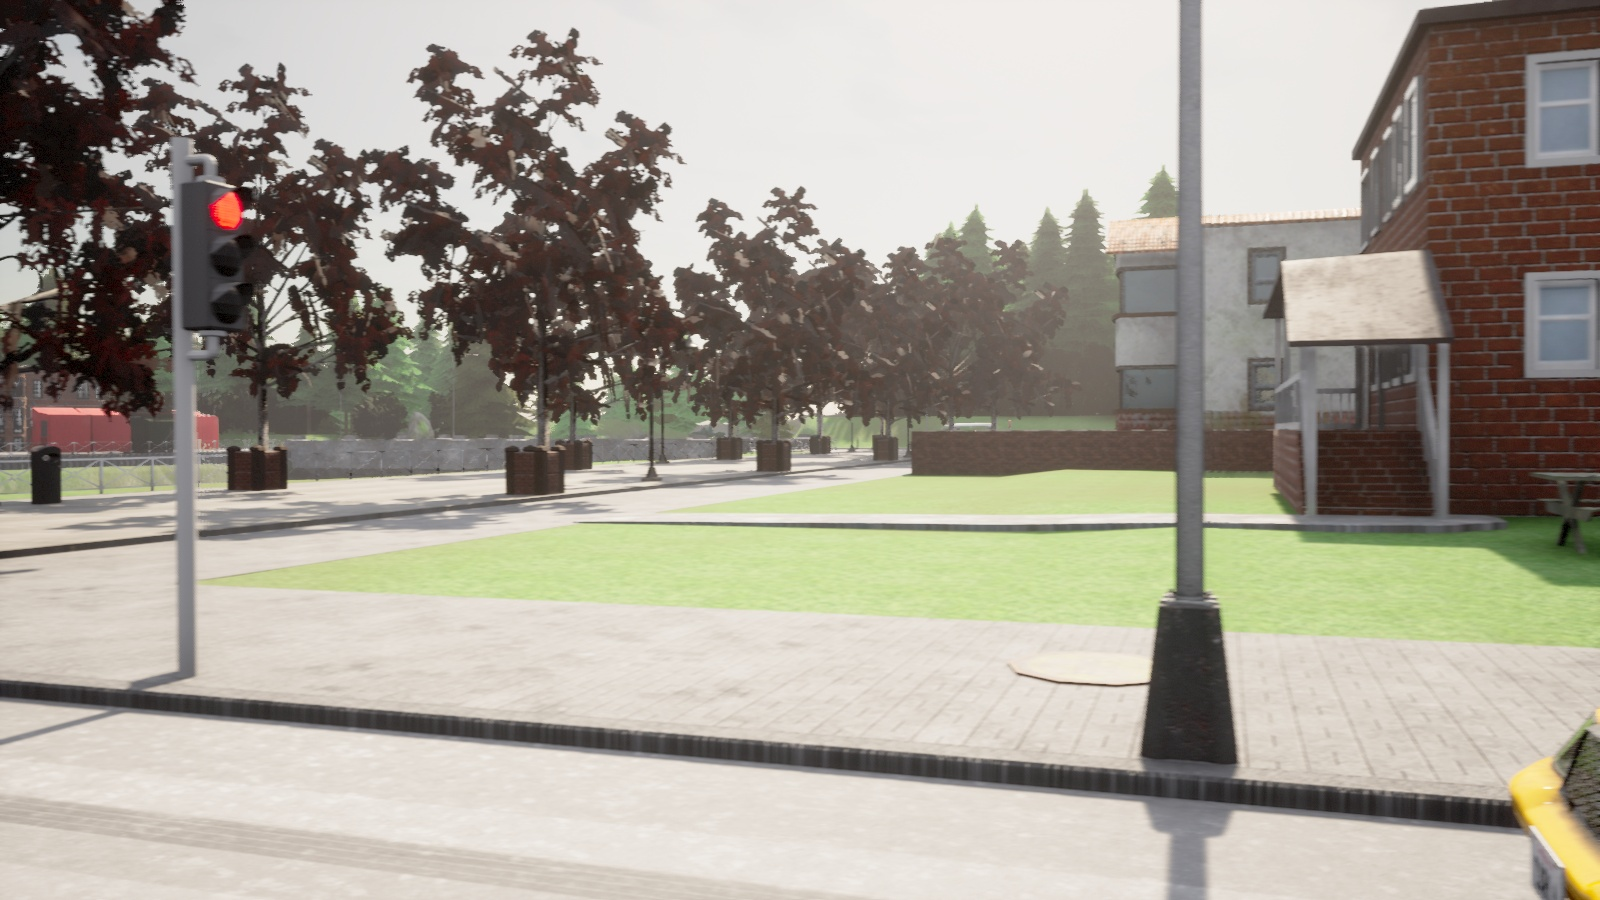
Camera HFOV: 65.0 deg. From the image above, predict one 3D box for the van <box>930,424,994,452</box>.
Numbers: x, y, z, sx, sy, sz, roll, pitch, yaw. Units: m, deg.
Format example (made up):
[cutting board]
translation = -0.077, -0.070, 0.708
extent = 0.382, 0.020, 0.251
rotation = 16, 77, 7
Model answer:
[van]
translation = 12.272, -0.924, 94.975
extent = 4.480, 2.038, 2.069
rotation = 1, 1, 19

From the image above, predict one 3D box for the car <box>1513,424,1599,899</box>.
[car]
translation = 4.480, 0.747, 2.200
extent = 5.366, 1.575, 1.801
rotation = 1, 1, 19
